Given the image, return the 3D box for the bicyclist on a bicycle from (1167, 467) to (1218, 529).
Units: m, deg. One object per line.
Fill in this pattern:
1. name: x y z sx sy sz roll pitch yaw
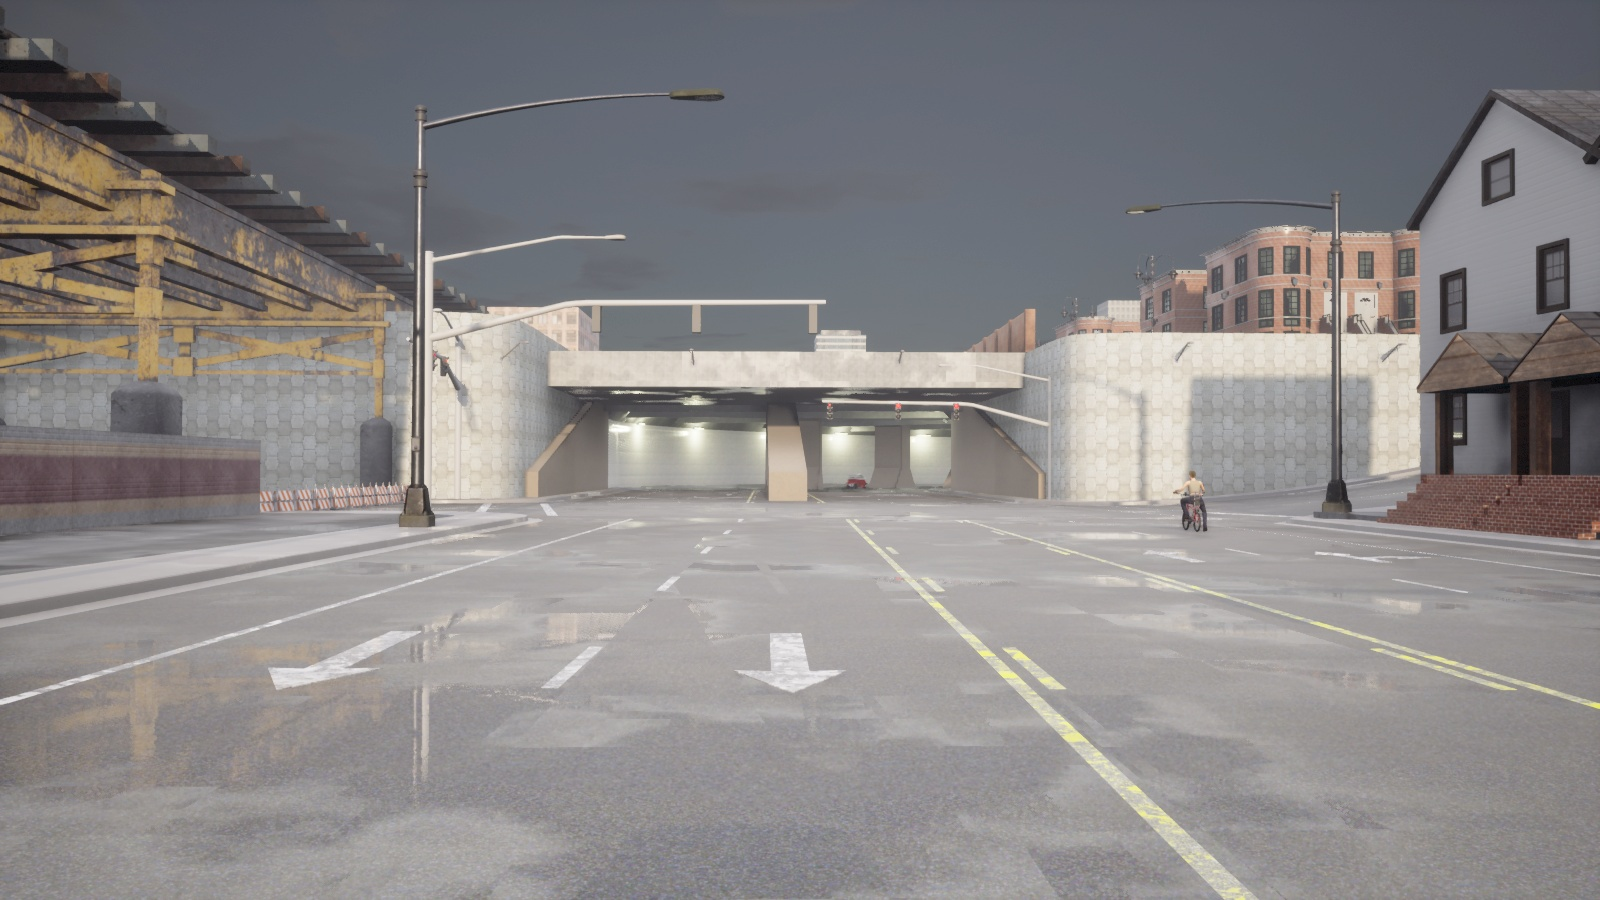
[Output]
1. bicyclist on a bicycle: 10.414 1.269 33.382 0.866 1.612 1.509 0 -1 0
